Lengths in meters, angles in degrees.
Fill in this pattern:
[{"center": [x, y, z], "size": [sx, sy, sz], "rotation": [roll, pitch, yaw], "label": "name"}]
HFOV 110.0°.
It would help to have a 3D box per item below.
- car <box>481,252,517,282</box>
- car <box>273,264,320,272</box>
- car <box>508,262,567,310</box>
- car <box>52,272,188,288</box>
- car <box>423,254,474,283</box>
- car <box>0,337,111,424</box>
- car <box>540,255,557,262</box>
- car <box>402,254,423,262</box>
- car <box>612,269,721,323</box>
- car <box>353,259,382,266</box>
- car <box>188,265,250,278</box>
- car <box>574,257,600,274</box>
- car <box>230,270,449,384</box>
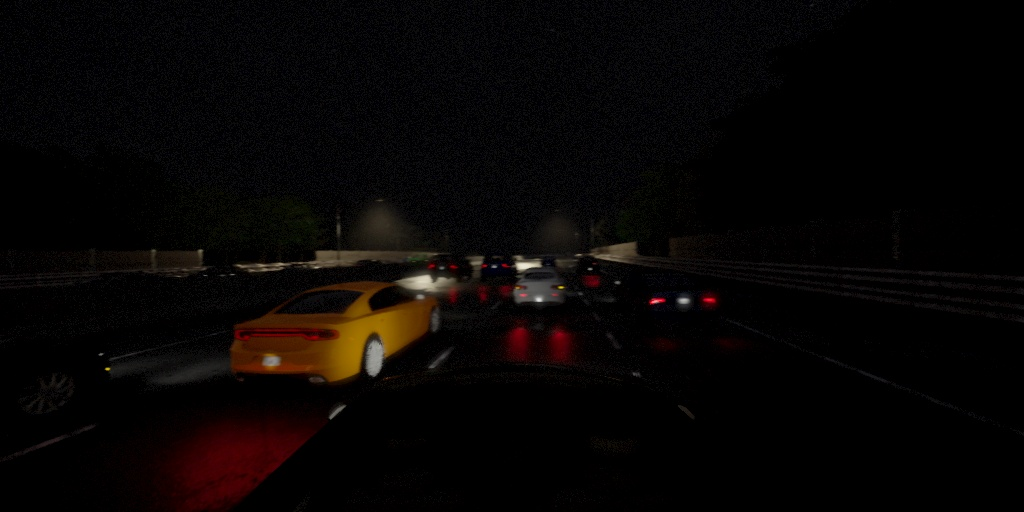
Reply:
[{"center": [-0.886, 0.763, 26.664], "size": [2.150, 2.045, 5.566], "rotation": [-1, 1, 6], "label": "car"}, {"center": [-21.215, 1.482, 35.475], "size": [2.033, 1.411, 5.357], "rotation": [-1, 1, 6], "label": "car"}, {"center": [1.132, 1.149, 13.916], "size": [1.812, 1.442, 4.674], "rotation": [-1, 1, 6], "label": "car"}, {"center": [-19.664, 1.579, 17.761], "size": [2.128, 1.511, 4.902], "rotation": [-1, 1, 6], "label": "car"}, {"center": [-4.406, 0.849, 26.673], "size": [2.150, 2.045, 5.566], "rotation": [-1, 1, 6], "label": "car"}, {"center": [-6.991, 1.410, 3.220], "size": [1.837, 1.490, 4.892], "rotation": [-1, 0, 6], "label": "car"}, {"center": [4.256, 0.749, 42.202], "size": [1.812, 1.442, 4.674], "rotation": [-1, 1, 6], "label": "car"}, {"center": [-15.172, 0.717, 57.937], "size": [2.150, 2.045, 5.566], "rotation": [-1, 1, 7], "label": "car"}, {"center": [4.453, 1.115, 11.197], "size": [2.033, 1.411, 5.357], "rotation": [-1, 0, 6], "label": "car"}, {"center": [-14.239, 1.122, 34.930], "size": [2.097, 1.767, 4.553], "rotation": [-1, 1, 6], "label": "car"}, {"center": [-25.238, 1.589, 30.985], "size": [1.837, 1.490, 4.892], "rotation": [-1, 1, 6], "label": "car"}, {"center": [6.786, 0.794, 32.328], "size": [1.837, 1.490, 4.892], "rotation": [-1, 1, 6], "label": "car"}, {"center": [-3.015, 1.255, 7.353], "size": [1.882, 1.535, 5.008], "rotation": [-1, 0, 6], "label": "car"}]
